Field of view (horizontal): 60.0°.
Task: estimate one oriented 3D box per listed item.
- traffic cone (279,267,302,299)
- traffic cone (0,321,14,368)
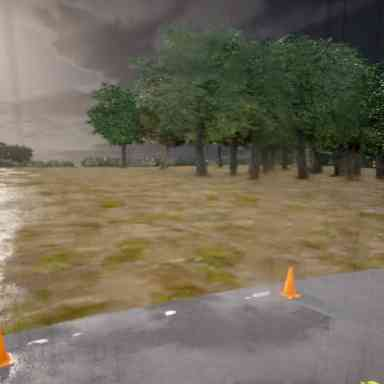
[{"bbox_3d":[2.057,1.859,6.932,0.340,0.580,0.340,1,1,-29],"label":"traffic cone"},{"bbox_3d":[-2.429,1.835,4.142,0.340,0.580,0.340,0,1,-35],"label":"traffic cone"}]
